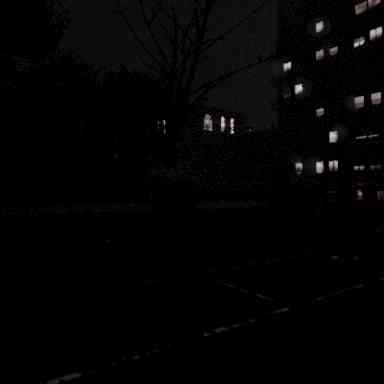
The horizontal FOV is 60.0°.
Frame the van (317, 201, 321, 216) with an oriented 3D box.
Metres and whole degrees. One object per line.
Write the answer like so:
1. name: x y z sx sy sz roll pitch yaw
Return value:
1. van: 10.588 1.676 32.649 1.690 1.788 3.998 -1 0 -36
